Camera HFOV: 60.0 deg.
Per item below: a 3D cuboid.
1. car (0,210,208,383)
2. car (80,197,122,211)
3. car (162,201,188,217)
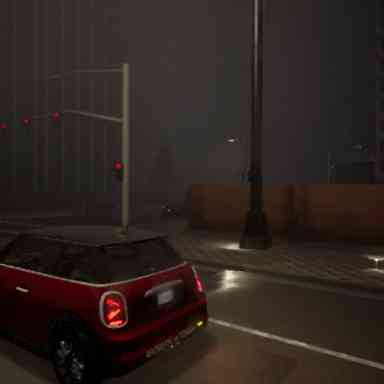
[{"bbox_3d":[-2.054,1.324,5.427,4.553,1.767,2.097,0,0,36],"label":"car"},{"bbox_3d":[-9.406,1.328,34.997,2.128,1.511,4.902,0,0,35],"label":"car"},{"bbox_3d":[-0.730,1.465,28.732,1.994,1.385,4.181,0,0,35],"label":"car"}]
